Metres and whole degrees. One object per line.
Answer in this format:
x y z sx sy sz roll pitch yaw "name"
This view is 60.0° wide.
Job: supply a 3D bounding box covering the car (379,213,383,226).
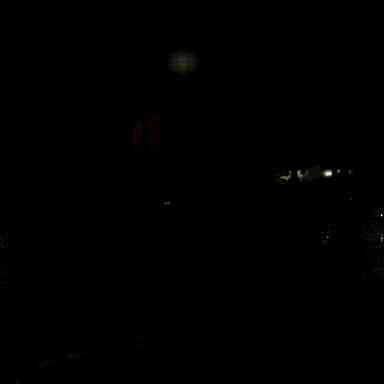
14.277 1.552 21.836 4.718 1.301 1.895 0 0 -35 "car"
